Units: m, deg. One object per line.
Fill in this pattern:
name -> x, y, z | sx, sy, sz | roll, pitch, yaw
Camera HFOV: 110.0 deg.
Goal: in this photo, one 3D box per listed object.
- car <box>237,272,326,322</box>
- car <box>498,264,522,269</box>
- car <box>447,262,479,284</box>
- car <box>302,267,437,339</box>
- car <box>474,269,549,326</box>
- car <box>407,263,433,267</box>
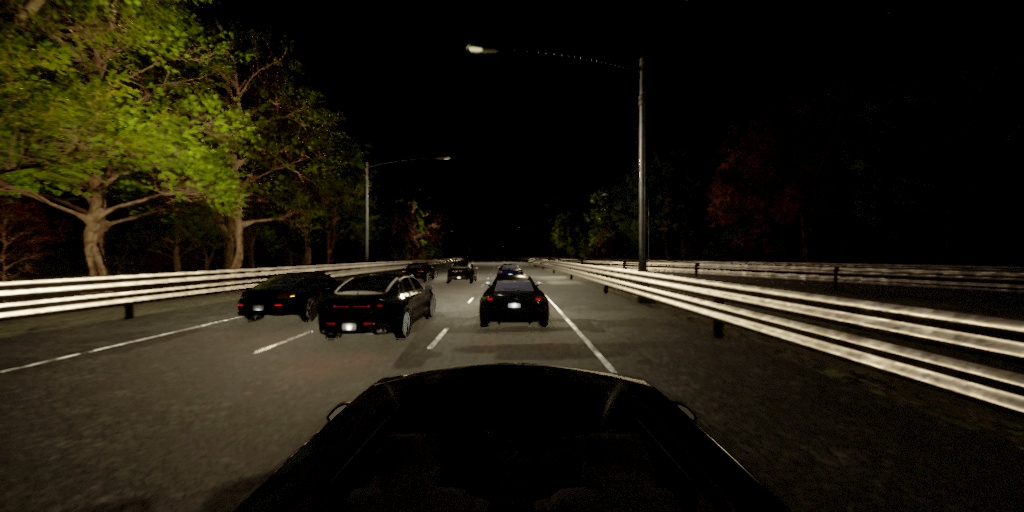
car -> -6.953, 1.249, 12.107 | 1.812, 1.442, 4.674 | 0, 0, 0
car -> -0.142, 1.255, 27.265 | 1.994, 1.385, 4.181 | 0, 0, -1
car -> -3.633, 1.198, 26.713 | 1.837, 1.490, 4.892 | 0, 0, -1
car -> -3.438, 1.233, 9.960 | 1.837, 1.490, 4.892 | 0, 0, 0
car -> 0.051, 1.288, 11.575 | 1.994, 1.385, 4.181 | 0, 0, 0
car -> -7.150, 1.219, 27.665 | 1.812, 1.442, 4.674 | 0, 0, -1
